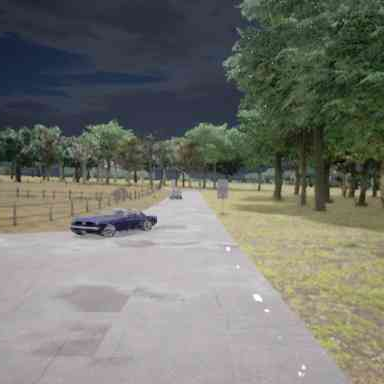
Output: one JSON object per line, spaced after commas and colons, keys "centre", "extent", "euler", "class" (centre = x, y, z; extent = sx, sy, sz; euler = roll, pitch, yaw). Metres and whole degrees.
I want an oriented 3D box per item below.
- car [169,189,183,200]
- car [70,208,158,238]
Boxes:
{"centre": [-2.667, 0.350, 55.375], "extent": [2.097, 1.767, 4.553], "euler": [0, 2, 0], "class": "car"}
{"centre": [-3.789, 1.485, 16.876], "extent": [1.895, 1.301, 4.718], "euler": [1, 0, 29], "class": "car"}
